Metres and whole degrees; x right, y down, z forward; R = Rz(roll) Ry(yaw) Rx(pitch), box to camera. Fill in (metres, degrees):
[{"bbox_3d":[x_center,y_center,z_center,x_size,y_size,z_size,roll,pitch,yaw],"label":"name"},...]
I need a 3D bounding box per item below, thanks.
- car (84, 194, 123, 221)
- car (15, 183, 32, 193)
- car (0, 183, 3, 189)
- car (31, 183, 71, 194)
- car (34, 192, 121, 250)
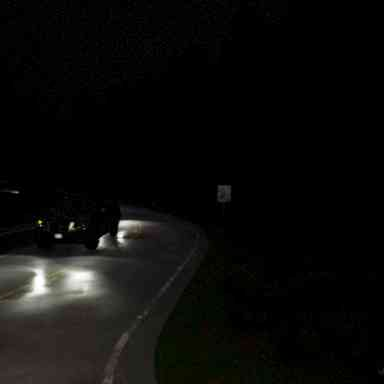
[{"bbox_3d":[-6.625,1.065,24.556,1.812,1.442,4.674,1,3,-27],"label":"car"},{"bbox_3d":[-18.446,-0.322,39.093,5.357,1.411,2.033,6,1,31],"label":"car"},{"bbox_3d":[-27.067,-1.290,45.284,2.128,1.511,4.902,2,3,-38],"label":"car"},{"bbox_3d":[-13.065,0.207,32.268,5.008,1.535,1.882,6,2,32],"label":"car"},{"bbox_3d":[-4.801,1.186,14.836,2.150,2.045,5.566,1,1,1],"label":"car"}]
